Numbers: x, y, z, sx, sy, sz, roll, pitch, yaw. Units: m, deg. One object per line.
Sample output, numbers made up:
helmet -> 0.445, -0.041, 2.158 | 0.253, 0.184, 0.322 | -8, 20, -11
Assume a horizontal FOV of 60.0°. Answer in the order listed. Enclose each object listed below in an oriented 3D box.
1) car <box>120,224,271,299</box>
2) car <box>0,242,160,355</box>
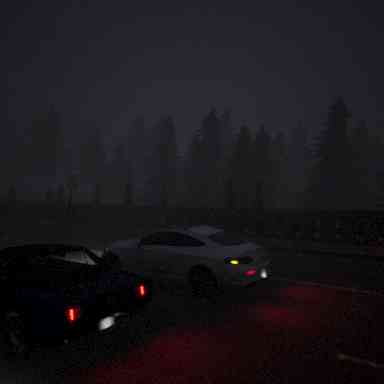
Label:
car -> -0.322, 1.566, 8.521 | 4.674, 1.442, 1.812 | -1, 0, 35
car -> -3.053, 1.648, 6.169 | 4.718, 1.301, 1.895 | -1, 0, 35
